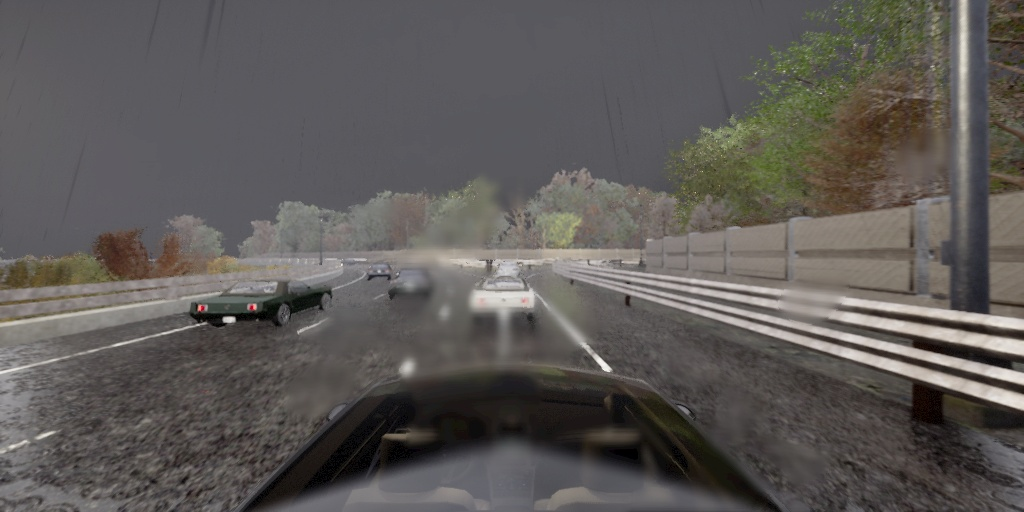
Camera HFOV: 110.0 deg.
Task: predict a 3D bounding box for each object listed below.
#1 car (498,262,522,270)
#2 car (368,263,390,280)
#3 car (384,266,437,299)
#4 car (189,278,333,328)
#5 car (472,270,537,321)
[{"bbox_3d":[-0.197,1.232,30.789,1.812,1.442,4.674,0,0,4],"label":"car"},{"bbox_3d":[-11.399,1.298,31.200,2.033,1.411,5.357,0,0,-17],"label":"car"},{"bbox_3d":[-4.924,1.308,18.206,1.994,1.385,4.181,0,0,-8],"label":"car"},{"bbox_3d":[-7.547,1.366,11.521,1.895,1.301,4.718,0,0,-5],"label":"car"},{"bbox_3d":[-0.278,1.336,12.418,1.895,1.301,4.718,0,0,-2],"label":"car"}]
